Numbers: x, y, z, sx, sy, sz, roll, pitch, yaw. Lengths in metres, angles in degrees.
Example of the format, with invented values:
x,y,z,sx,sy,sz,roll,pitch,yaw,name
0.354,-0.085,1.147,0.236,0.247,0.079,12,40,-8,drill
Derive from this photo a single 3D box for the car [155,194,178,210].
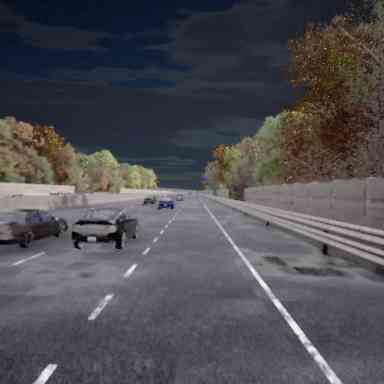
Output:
x,y,z,sx,sy,sz,roll,pitch,yaw,name
-3.207,1.407,43.055,1.882,1.535,5.008,1,0,0,car

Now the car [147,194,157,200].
x,y,z,sx,sy,sz,roll,pitch,yaw,name
-9.907,1.257,82.886,1.882,1.535,5.008,1,0,0,car

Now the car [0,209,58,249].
x,y,z,sx,sy,sz,roll,pitch,yaw,name
-6.929,1.390,13.735,2.033,1.411,5.357,1,0,0,car

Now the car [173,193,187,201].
x,y,z,sx,sy,sz,roll,pitch,yaw,name
-2.939,1.491,78.997,1.994,1.385,4.181,1,0,0,car

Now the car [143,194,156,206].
x,y,z,sx,sy,sz,roll,pitch,yaw,name
-6.632,1.358,53.241,1.837,1.490,4.892,1,0,0,car

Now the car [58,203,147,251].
x,y,z,sx,sy,sz,roll,pitch,yaw,name
-3.428,1.414,13.870,2.128,1.511,4.902,1,0,0,car
